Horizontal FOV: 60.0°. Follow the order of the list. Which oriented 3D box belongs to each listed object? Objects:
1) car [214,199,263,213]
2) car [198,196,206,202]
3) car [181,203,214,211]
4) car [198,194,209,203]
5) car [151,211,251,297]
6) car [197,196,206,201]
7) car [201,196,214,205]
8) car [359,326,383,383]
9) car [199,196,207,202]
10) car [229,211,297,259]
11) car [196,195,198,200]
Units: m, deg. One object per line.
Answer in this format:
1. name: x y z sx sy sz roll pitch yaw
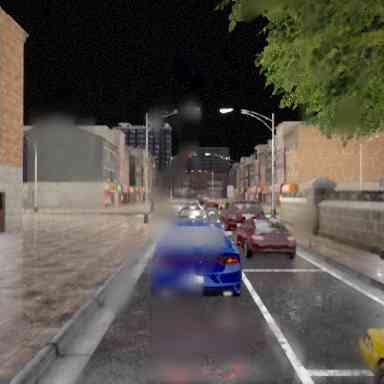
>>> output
1. car: 2.618 1.313 17.836 2.192 1.841 5.009 1 0 0
2. car: 2.504 1.709 82.328 1.802 1.307 4.206 0 0 0
3. car: 0.069 1.546 18.578 2.033 1.411 5.357 0 0 0
4. car: 2.542 1.606 60.578 1.887 1.381 4.507 1 0 0
5. car: 0.084 1.474 8.638 1.882 1.535 5.008 0 0 0
6. car: 2.495 1.697 87.766 2.008 1.369 4.403 0 0 0
7. car: 2.570 1.571 44.267 1.887 1.381 4.507 1 0 0
8. car: 2.644 1.524 1.658 1.752 1.417 4.829 1 0 0
9. car: 2.514 1.690 76.890 1.802 1.307 4.206 0 0 0
10. car: 2.625 1.579 12.387 1.802 1.307 4.206 1 0 0
11. car: 2.535 1.390 66.016 2.192 1.841 5.009 1 0 0
